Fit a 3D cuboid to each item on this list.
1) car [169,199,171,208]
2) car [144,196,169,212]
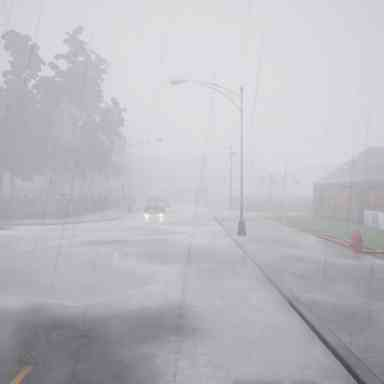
[{"bbox_3d":[-4.185,1.352,48.161,2.097,1.767,4.553,0,0,0],"label":"car"},{"bbox_3d":[-4.183,1.352,37.909,2.097,1.767,4.553,0,0,0],"label":"car"}]
